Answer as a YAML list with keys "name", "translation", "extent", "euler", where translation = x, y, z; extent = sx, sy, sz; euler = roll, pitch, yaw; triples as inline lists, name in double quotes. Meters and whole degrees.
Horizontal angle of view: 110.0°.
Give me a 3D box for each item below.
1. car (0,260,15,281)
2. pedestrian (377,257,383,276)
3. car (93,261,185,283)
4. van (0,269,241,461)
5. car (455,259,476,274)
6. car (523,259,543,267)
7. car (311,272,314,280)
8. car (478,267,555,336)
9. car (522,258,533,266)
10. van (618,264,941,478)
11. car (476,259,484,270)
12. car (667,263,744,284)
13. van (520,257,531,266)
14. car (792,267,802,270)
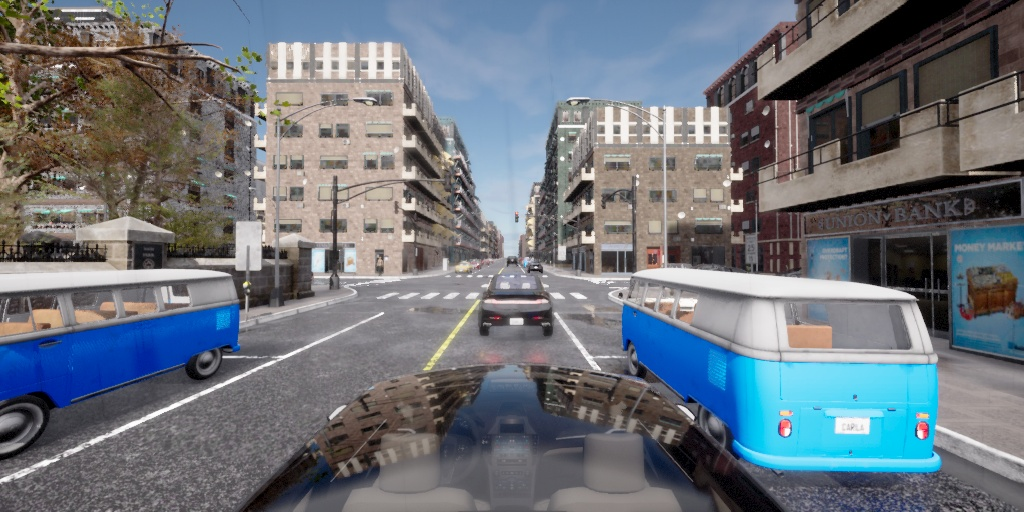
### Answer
- name: "car"
  translation: [-39.264, 1.031, 25.653]
  extent: [4.892, 1.490, 1.837]
  euler: [0, -1, 1]
- name: "pedestrian"
  translation: [-12.526, 0.968, 34.054]
  extent: [0.375, 1.860, 0.375]
  euler: [0, -1, 1]
- name: "car"
  translation: [-26.404, 1.120, 25.483]
  extent: [4.674, 1.442, 1.812]
  euler: [0, -1, 1]
- name: "van"
  translation: [-5.655, 1.092, 4.664]
  extent: [1.690, 1.789, 3.998]
  euler: [0, 0, 0]
- name: "car"
  translation: [-5.673, 1.291, 42.439]
  extent: [1.751, 1.417, 4.829]
  euler: [0, 0, 0]
- name: "car"
  translation: [2.708, 1.331, 42.606]
  extent: [1.948, 1.339, 4.313]
  euler: [0, 0, 0]
- name: "car"
  translation: [-16.578, 1.000, 25.364]
  extent: [4.553, 1.767, 2.097]
  euler: [0, -1, 1]
- name: "car"
  translation: [0.103, 1.244, 10.390]
  extent: [2.128, 1.511, 4.902]
  euler: [0, 0, 0]
- name: "car"
  translation: [2.710, 1.318, 48.249]
  extent: [2.007, 1.370, 4.403]
  euler: [0, 0, 0]
- name: "van"
  translation: [2.660, 1.092, 4.659]
  extent: [1.690, 1.789, 3.998]
  euler: [0, 0, 0]
- name: "car"
  translation: [-5.669, 1.210, 53.895]
  extent: [1.967, 1.591, 4.097]
  euler: [0, 0, 0]
- name: "car"
  translation: [15.102, 1.358, 28.175]
  extent: [5.008, 1.535, 1.882]
  euler: [0, -1, 1]
- name: "van"
  translation: [2.715, 1.114, 59.533]
  extent: [1.690, 1.789, 3.998]
  euler: [0, 0, 0]
- name: "car"
  translation: [25.003, 1.462, 28.052]
  extent: [4.674, 1.442, 1.812]
  euler: [0, -1, 1]
